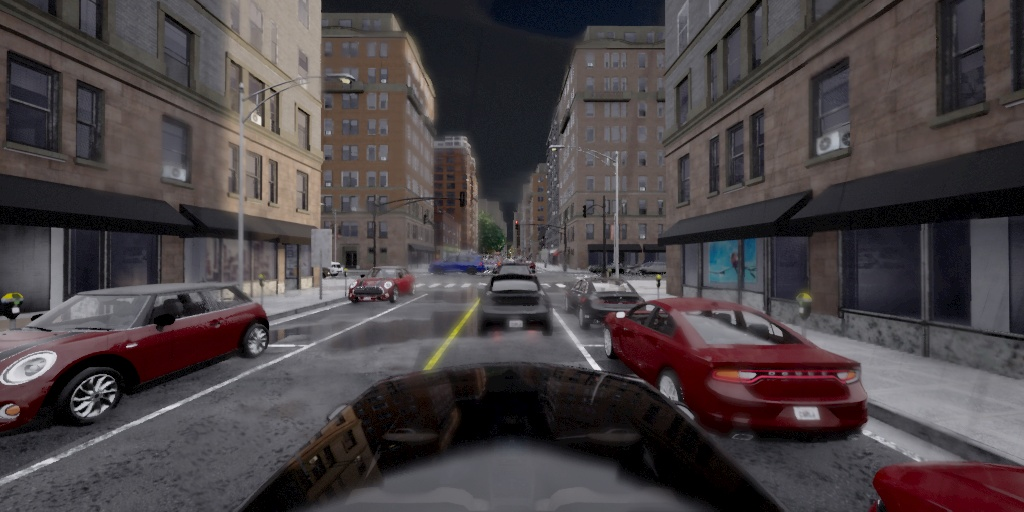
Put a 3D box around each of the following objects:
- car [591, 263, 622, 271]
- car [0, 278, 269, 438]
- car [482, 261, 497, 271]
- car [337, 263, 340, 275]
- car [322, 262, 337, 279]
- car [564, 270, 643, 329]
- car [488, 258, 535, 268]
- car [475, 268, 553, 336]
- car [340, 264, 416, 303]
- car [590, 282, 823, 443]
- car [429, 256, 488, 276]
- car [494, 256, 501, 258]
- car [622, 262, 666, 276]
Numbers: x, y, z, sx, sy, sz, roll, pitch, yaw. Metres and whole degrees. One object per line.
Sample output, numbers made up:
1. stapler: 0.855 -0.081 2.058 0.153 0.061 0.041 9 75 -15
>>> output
1. car: 10.956 1.457 39.417 4.718 1.301 1.895 0 0 2
2. car: -5.852 1.190 5.484 1.967 1.591 4.097 0 0 0
3. car: -3.129 1.389 50.846 1.895 1.301 4.718 0 0 0
4. car: -18.370 0.894 32.491 5.566 2.045 2.150 0 0 -1
5. car: -17.478 1.127 29.248 5.008 1.535 1.882 0 0 -2
6. car: 2.682 1.303 10.970 2.007 1.370 4.403 0 0 0
7. car: 0.119 1.108 17.809 2.097 1.767 4.553 0 0 0
8. car: 0.057 1.257 10.365 1.837 1.490 4.892 0 0 -1
9. car: -5.836 1.195 16.470 1.967 1.591 4.097 0 0 0
10. car: 2.675 1.296 5.479 1.888 1.381 4.507 0 0 0
11. car: -5.473 0.973 35.995 5.566 2.045 2.150 0 0 0
12. car: -3.178 1.159 60.818 2.097 1.767 4.553 0 0 0
13. car: 14.096 1.334 36.072 4.902 1.511 2.128 0 -1 -1
